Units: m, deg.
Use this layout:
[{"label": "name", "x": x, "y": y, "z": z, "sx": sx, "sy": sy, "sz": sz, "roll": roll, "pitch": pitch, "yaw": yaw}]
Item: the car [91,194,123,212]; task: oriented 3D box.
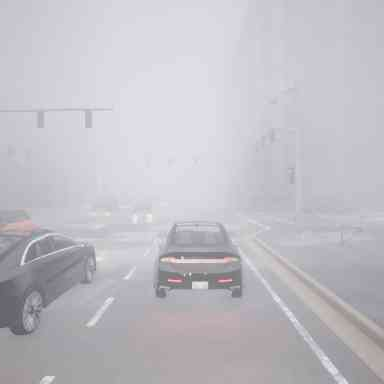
[{"label": "car", "x": -10.332, "y": 1.221, "z": 39.945, "sx": 2.150, "sy": 2.045, "sz": 5.566, "roll": 0, "pitch": 0, "yaw": 0}]

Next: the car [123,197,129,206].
[{"label": "car", "x": -10.228, "y": 1.564, "z": 53.732, "sx": 1.994, "sy": 1.385, "sz": 4.181, "roll": 0, "pitch": 0, "yaw": 0}]

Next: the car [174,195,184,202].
[{"label": "car", "x": -2.986, "y": 1.497, "z": 75.781, "sx": 1.837, "sy": 1.490, "sz": 4.892, "roll": 0, "pitch": 0, "yaw": 0}]

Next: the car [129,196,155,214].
[{"label": "car", "x": -5.439, "y": 1.488, "z": 35.795, "sx": 1.837, "sy": 1.490, "sz": 4.892, "roll": 0, "pitch": -1, "yaw": -14}]

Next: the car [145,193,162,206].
[{"label": "car", "x": -6.727, "y": 1.223, "z": 54.667, "sx": 2.150, "sy": 2.045, "sz": 5.566, "roll": 0, "pitch": 0, "yaw": 1}]

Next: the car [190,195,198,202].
[{"label": "car", "x": 0.518, "y": 1.593, "z": 76.414, "sx": 1.895, "sy": 1.301, "sz": 4.718, "roll": 0, "pitch": 0, "yaw": 0}]

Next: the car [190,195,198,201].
[{"label": "car", "x": 0.580, "y": 1.461, "z": 85.459, "sx": 1.882, "sy": 1.535, "sz": 5.008, "roll": 0, "pitch": 0, "yaw": 0}]

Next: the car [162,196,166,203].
[{"label": "car", "x": -6.525, "y": 1.525, "z": 70.148, "sx": 2.128, "sy": 1.511, "sz": 4.902, "roll": 0, "pitch": 0, "yaw": 0}]

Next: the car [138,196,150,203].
[{"label": "car", "x": -10.031, "y": 1.524, "z": 69.235, "sx": 1.812, "sy": 1.442, "sz": 4.674, "roll": 0, "pitch": 0, "yaw": 0}]

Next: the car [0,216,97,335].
[{"label": "car", "x": -3.400, "y": 1.492, "z": 6.687, "sx": 2.128, "sy": 1.511, "sz": 4.902, "roll": 0, "pitch": 0, "yaw": 1}]

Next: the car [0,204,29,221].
[{"label": "car", "x": -7.027, "y": 1.352, "z": 11.163, "sx": 2.097, "sy": 1.767, "sz": 4.553, "roll": 0, "pitch": 0, "yaw": 0}]

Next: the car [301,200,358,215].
[{"label": "car", "x": 13.435, "y": 1.492, "z": 32.977, "sx": 5.357, "sy": 1.411, "sz": 2.033, "roll": 0, "pitch": 0, "yaw": 0}]

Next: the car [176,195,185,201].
[{"label": "car", "x": -2.920, "y": 1.523, "z": 85.483, "sx": 2.033, "sy": 1.411, "sz": 5.357, "roll": 0, "pitch": 0, "yaw": 0}]

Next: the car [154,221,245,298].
[{"label": "car", "x": 0.134, "y": 1.492, "z": 8.507, "sx": 2.128, "sy": 1.511, "sz": 4.902, "roll": 0, "pitch": 0, "yaw": 0}]
